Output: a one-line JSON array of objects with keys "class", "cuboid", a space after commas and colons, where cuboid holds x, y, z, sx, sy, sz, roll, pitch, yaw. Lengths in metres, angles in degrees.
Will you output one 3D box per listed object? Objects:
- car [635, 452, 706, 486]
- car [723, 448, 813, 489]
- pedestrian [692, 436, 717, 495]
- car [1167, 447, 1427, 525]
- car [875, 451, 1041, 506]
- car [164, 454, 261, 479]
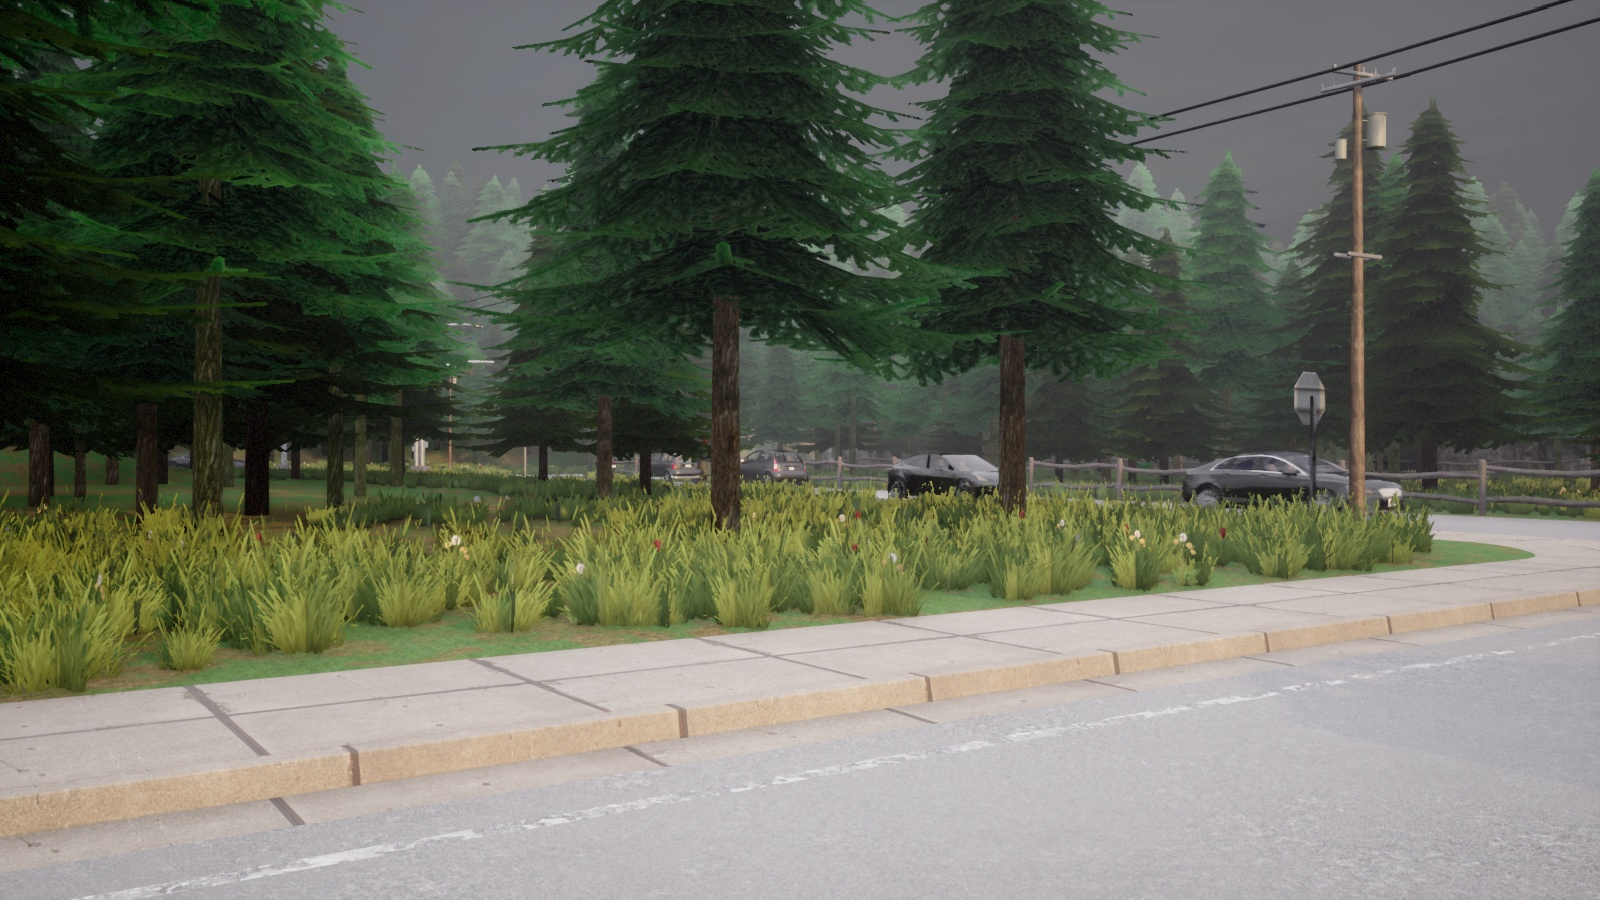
[{"class": "car", "cuboid": [-6.080, 0.853, 58.738, 1.789, 1.549, 3.705, 0, 0, -34]}, {"class": "car", "cuboid": [-1.374, 0.746, 51.664, 1.851, 1.617, 3.988, 0, 0, -34]}, {"class": "pedestrian", "cuboid": [-2.992, 0.483, 39.280, 0.726, 1.835, 0.370, 0, 0, 41]}, {"class": "car", "cuboid": [10.574, 0.710, 27.099, 2.128, 1.511, 4.902, 0, 0, -32]}, {"class": "car", "cuboid": [4.508, 0.792, 36.566, 2.163, 1.488, 4.792, 0, 0, -34]}, {"class": "car", "cuboid": [-35.159, 0.981, 75.228, 4.892, 1.490, 1.837, 0, 0, 0]}]
